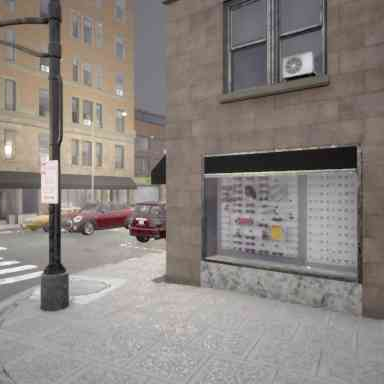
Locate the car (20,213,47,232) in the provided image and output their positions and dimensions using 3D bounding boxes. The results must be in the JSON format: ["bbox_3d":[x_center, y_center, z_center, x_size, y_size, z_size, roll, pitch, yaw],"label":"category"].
[{"bbox_3d":[-7.754,1.519,20.070,1.752,1.417,4.829,0,0,35],"label":"car"}]

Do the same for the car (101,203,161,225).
[{"bbox_3d":[-4.425,1.548,24.850,1.947,1.339,4.313,0,0,35],"label":"car"}]

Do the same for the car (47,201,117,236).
[{"bbox_3d":[-5.317,1.344,18.744,2.097,1.767,4.553,0,0,35],"label":"car"}]

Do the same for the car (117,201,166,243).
[{"bbox_3d":[-0.676,1.305,15.314,2.192,1.841,5.009,0,0,35],"label":"car"}]
